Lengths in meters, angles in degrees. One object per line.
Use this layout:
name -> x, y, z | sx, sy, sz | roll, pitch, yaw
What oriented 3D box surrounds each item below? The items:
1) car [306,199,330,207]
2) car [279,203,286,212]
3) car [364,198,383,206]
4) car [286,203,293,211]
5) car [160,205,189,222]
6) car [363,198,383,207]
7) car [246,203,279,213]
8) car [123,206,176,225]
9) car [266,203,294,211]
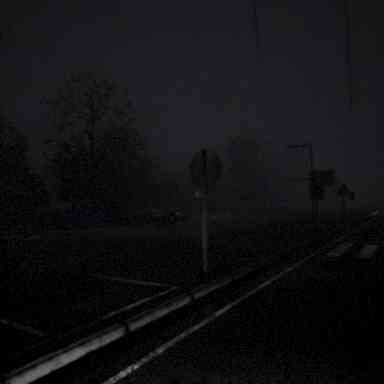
car -> 31.923, 3.097, 85.282 | 5.008, 1.535, 2.097 | -2, -2, 33
car -> 12.727, 2.617, 56.130 | 4.892, 1.521, 2.231 | -2, -2, 33
car -> 44.366, 2.765, 80.404 | 4.892, 1.521, 2.231 | -2, -2, 33
car -> 14.517, 2.661, 58.870 | 5.008, 1.535, 2.097 | -2, -2, 33
car -> -2.489, 2.116, 33.094 | 4.553, 1.767, 2.185 | -2, -2, 33
car -> 45.874, 2.563, 82.770 | 5.566, 2.045, 2.435 | -2, -2, 33
car -> 10.924, 2.612, 53.395 | 4.674, 1.452, 2.002 | -2, -2, 33
car -> -4.169, 2.238, 30.402 | 4.674, 1.452, 2.002 | -2, -2, 33
car -> 16.256, 2.744, 61.494 | 4.674, 1.452, 2.002 | -2, -2, 33
